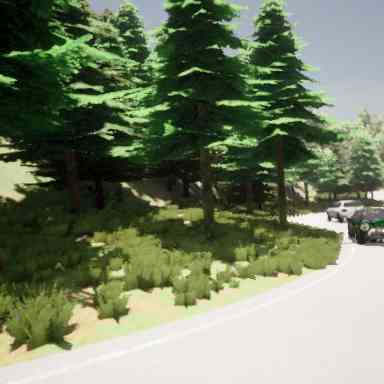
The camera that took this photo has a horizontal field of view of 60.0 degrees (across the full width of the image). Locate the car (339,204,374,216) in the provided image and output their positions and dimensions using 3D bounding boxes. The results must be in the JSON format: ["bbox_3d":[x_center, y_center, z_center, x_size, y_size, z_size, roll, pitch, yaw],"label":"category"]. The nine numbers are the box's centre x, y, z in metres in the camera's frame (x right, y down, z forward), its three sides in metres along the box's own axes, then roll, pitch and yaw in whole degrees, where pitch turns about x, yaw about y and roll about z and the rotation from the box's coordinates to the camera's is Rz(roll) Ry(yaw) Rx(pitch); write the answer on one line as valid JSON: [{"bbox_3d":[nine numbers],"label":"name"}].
[{"bbox_3d":[22.538,2.424,45.448,5.357,1.411,2.033,-1,0,-36],"label":"car"}]

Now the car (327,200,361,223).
[{"bbox_3d":[14.977,1.883,32.670,2.150,2.045,5.566,-3,-2,7],"label":"car"}]

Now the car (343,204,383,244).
[{"bbox_3d":[9.448,1.656,17.188,2.097,1.767,4.553,-3,-3,18],"label":"car"}]
